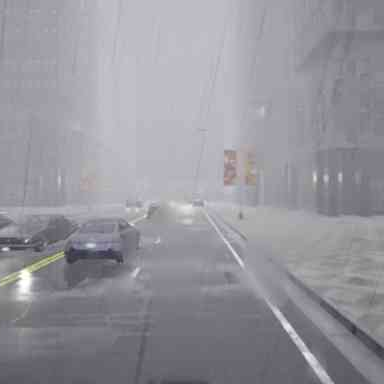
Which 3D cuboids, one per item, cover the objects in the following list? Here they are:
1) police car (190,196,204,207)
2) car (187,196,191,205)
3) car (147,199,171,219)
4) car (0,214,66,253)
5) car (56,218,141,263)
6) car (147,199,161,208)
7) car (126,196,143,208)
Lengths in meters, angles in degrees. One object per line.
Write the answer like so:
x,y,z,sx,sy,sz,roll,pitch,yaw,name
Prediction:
1.141,1.891,59.795,1.930,1.638,5.238,0,-1,0,police car
0.005,1.963,79.501,2.150,2.045,5.566,0,-1,0,car
-3.149,1.750,32.149,1.837,1.490,4.892,0,0,0,car
-6.600,1.658,14.446,2.033,1.411,5.357,0,0,0,car
-3.149,1.660,12.409,1.994,1.385,4.181,0,0,0,car
-6.526,1.961,56.923,1.812,1.442,4.674,0,-1,1,car
-9.776,1.651,56.711,2.150,2.045,5.566,0,-1,1,car
